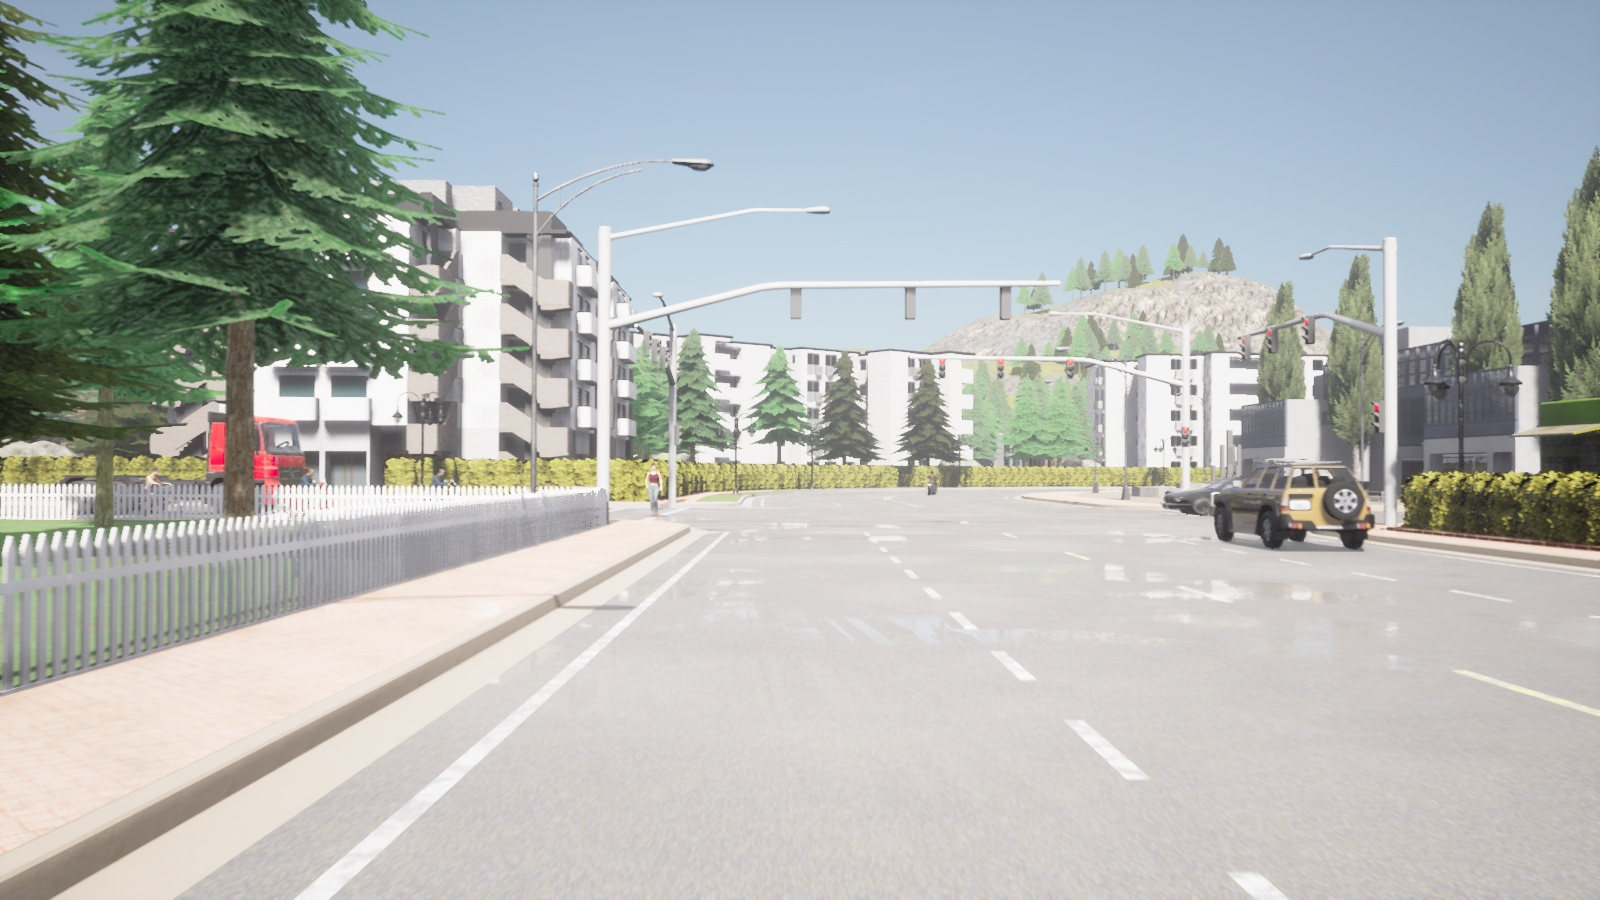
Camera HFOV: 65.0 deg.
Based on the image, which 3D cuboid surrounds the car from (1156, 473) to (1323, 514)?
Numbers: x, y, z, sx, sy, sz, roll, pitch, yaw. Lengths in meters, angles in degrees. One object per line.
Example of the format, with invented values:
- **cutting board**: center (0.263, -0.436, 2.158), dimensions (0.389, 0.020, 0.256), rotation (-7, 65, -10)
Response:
- **car**: center (15.930, 1.563, 45.695), dimensions (5.357, 1.411, 2.033), rotation (0, -1, 1)

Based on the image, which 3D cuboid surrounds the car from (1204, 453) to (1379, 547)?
- **car**: center (10.430, 1.041, 27.059), dimensions (1.932, 1.855, 4.605), rotation (0, -1, 0)

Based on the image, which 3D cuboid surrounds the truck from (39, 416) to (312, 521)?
- **truck**: center (-21.269, 0.639, 43.054), dimensions (7.936, 3.462, 2.891), rotation (0, -1, 1)

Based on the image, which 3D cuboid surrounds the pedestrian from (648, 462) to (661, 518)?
- **pedestrian**: center (-4.812, 1.327, 41.503), dimensions (0.345, 1.836, 0.594), rotation (0, -1, 1)

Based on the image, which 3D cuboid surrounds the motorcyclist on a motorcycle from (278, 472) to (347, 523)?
- **motorcyclist on a motorcycle**: center (-15.297, 1.489, 39.403), dimensions (1.817, 1.590, 0.866), rotation (0, -1, 1)
